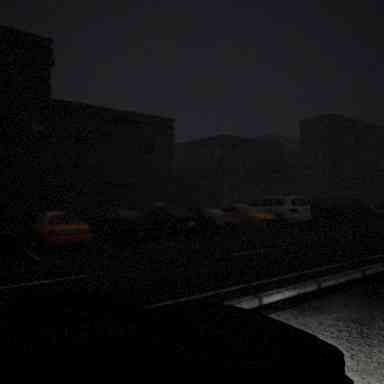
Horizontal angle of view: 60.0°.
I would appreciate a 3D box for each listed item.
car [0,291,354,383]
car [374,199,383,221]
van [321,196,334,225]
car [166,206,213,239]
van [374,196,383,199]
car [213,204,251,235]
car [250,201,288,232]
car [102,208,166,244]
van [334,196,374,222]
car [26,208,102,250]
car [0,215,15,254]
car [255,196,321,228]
[{"bbox_3d":[-1.053,1.547,2.380,5.357,1.411,2.033,0,0,-36],"label":"car"},{"bbox_3d":[14.458,1.593,28.698,1.946,1.575,5.366,0,0,-36],"label":"car"},{"bbox_3d":[7.553,1.329,24.136,1.878,1.987,4.442,0,0,-36],"label":"van"},{"bbox_3d":[-1.370,1.544,17.653,2.163,1.488,4.792,0,0,-36],"label":"car"},{"bbox_3d":[18.770,1.402,32.150,1.878,1.987,4.442,0,0,-36],"label":"van"},{"bbox_3d":[0.888,1.563,19.234,2.002,1.452,4.674,0,0,-36],"label":"car"},{"bbox_3d":[3.130,1.532,20.840,2.097,1.535,5.008,0,0,-36],"label":"car"},{"bbox_3d":[-3.594,1.508,16.021,2.231,1.521,4.892,0,0,-36],"label":"car"},{"bbox_3d":[12.038,1.355,27.341,1.878,1.987,4.442,0,0,-36],"label":"van"},{"bbox_3d":[-5.948,1.498,14.575,1.946,1.575,5.366,0,0,-36],"label":"car"},{"bbox_3d":[-8.083,1.536,12.819,2.002,1.452,4.674,0,0,-36],"label":"car"},{"bbox_3d":[5.360,1.291,22.461,2.435,2.045,5.566,0,0,-36],"label":"car"}]
